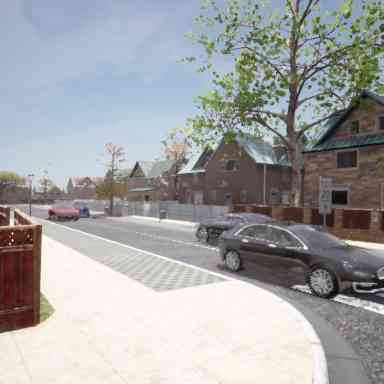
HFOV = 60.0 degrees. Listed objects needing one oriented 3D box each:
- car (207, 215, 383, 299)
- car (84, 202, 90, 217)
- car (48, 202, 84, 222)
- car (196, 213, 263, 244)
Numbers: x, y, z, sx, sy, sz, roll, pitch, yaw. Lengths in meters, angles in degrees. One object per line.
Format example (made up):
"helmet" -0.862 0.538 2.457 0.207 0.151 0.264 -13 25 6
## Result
"car" 2.685 1.570 8.829 1.837 1.490 4.892 2 -2 -34
"car" -13.134 1.854 37.405 2.097 1.767 4.553 2 -2 -34
"car" -11.602 1.820 29.904 1.882 1.535 5.008 2 -2 -34
"car" 2.084 1.687 14.968 2.128 1.511 4.902 2 -2 -34
